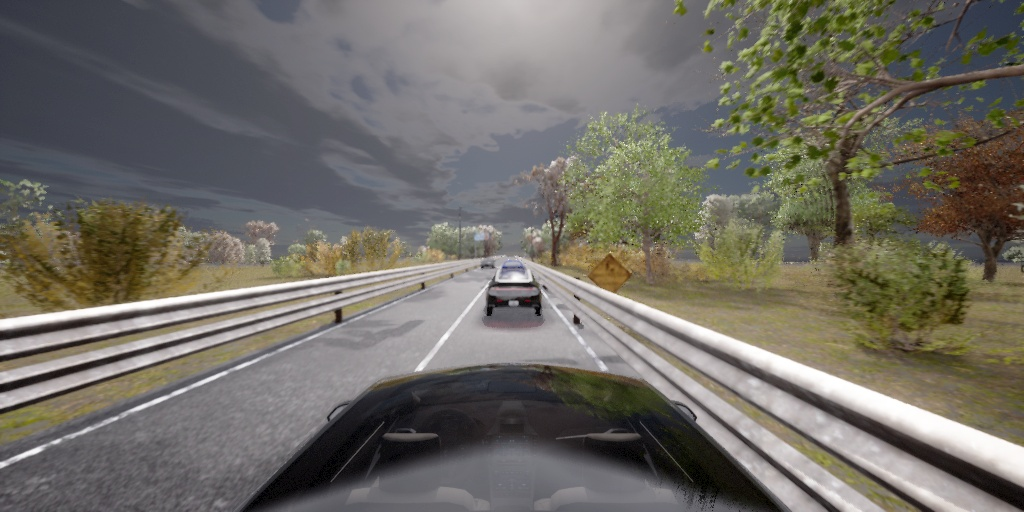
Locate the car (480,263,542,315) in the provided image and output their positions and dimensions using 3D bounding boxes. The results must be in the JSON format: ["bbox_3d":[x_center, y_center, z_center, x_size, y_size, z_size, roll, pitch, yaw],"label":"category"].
[{"bbox_3d":[0.067,1.201,13.279,2.128,1.511,4.902,0,0,0],"label":"car"}]

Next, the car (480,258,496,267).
[{"bbox_3d":[-3.315,1.020,49.944,1.837,1.490,4.892,0,0,0],"label":"car"}]

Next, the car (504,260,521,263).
[{"bbox_3d":[0.077,1.098,29.975,1.882,1.535,5.008,0,0,0],"label":"car"}]

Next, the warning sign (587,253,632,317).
[{"bbox_3d":[2.850,0.839,10.406,1.300,1.860,1.060,0,0,0],"label":"warning sign"}]
